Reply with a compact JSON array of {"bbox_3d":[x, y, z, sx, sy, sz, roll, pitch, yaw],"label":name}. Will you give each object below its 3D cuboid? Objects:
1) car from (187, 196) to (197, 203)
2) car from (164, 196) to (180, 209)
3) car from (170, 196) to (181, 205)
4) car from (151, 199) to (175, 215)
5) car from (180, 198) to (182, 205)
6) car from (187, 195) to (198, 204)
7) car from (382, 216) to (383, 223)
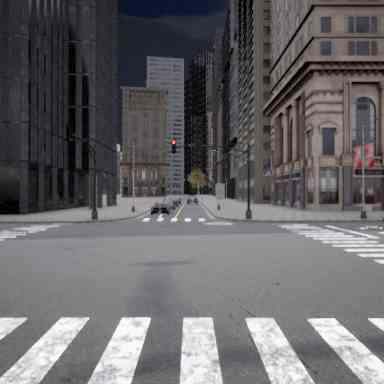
[{"bbox_3d":[-0.020,1.659,75.100,2.128,1.511,4.902,0,0,0],"label":"car"},{"bbox_3d":[-3.064,1.539,43.218,2.128,1.511,4.902,0,0,0],"label":"car"},{"bbox_3d":[-3.005,1.572,62.777,1.882,1.535,5.008,0,0,0],"label":"car"},{"bbox_3d":[-3.057,1.631,33.822,1.895,1.301,4.718,0,0,0],"label":"car"},{"bbox_3d":[-3.053,1.573,52.629,1.837,1.490,4.892,0,0,0],"label":"car"},{"bbox_3d":[0.092,1.454,65.202,2.097,1.767,4.553,0,0,0],"label":"car"},{"bbox_3d":[14.624,1.471,20.938,4.902,1.511,2.128,0,0,-2],"label":"car"}]
